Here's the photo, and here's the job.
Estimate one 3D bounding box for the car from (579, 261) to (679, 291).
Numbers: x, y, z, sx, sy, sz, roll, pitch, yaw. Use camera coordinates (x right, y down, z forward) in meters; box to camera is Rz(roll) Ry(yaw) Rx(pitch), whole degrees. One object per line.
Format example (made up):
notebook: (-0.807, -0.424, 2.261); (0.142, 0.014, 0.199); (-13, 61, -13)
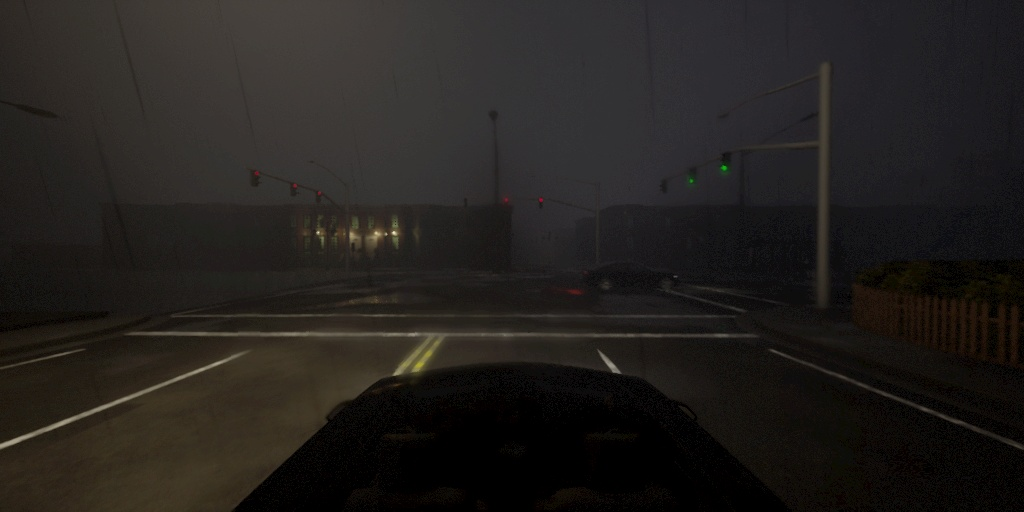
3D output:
car: (6.059, 1.004, 18.685); (5.008, 1.535, 1.882); (0, 1, 0)
